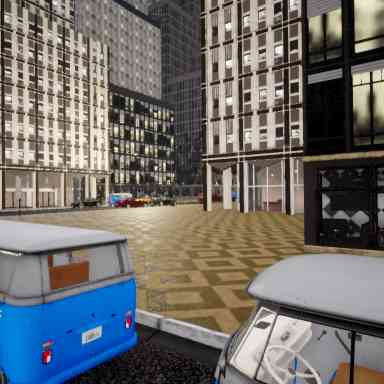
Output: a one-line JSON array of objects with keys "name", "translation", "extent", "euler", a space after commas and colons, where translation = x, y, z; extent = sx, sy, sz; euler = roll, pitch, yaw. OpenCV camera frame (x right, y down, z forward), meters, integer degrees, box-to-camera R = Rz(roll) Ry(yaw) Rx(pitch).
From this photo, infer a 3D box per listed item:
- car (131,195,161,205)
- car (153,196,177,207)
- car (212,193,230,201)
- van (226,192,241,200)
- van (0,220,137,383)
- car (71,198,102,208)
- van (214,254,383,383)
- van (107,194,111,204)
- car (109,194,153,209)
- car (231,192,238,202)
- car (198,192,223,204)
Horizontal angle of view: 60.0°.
[{"name": "car", "translation": [-7.274, 1.279, 52.793], "extent": [1.752, 1.417, 4.829], "euler": [0, 0, 36]}, {"name": "car", "translation": [-3.730, 1.231, 43.458], "extent": [2.008, 1.369, 4.403], "euler": [0, 0, 36]}, {"name": "car", "translation": [6.171, 1.017, 71.122], "extent": [1.967, 1.590, 4.097], "euler": [0, 0, 36]}, {"name": "van", "translation": [9.506, 0.873, 75.670], "extent": [1.690, 1.788, 3.998], "euler": [0, 0, 36]}, {"name": "van", "translation": [-2.607, 1.342, 4.753], "extent": [3.998, 1.788, 1.690], "euler": [0, -1, 36]}, {"name": "car", "translation": [-13.845, 1.404, 43.835], "extent": [1.947, 1.339, 4.313], "euler": [0, 0, 36]}, {"name": "van", "translation": [1.930, 1.341, 1.510], "extent": [3.998, 1.788, 1.690], "euler": [0, -1, 36]}, {"name": "van", "translation": [-10.511, 1.136, 48.382], "extent": [1.690, 1.788, 3.998], "euler": [0, 0, 36]}, {"name": "car", "translation": [-7.065, 1.268, 38.912], "extent": [1.887, 1.381, 4.507], "euler": [0, 0, 36]}, {"name": "car", "translation": [6.275, 1.101, 57.096], "extent": [2.008, 1.369, 4.403], "euler": [0, 0, 36]}, {"name": "car", "translation": [2.938, 0.909, 52.549], "extent": [2.192, 1.841, 5.009], "euler": [0, 0, 36]}]
